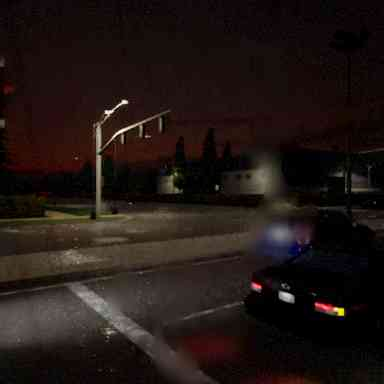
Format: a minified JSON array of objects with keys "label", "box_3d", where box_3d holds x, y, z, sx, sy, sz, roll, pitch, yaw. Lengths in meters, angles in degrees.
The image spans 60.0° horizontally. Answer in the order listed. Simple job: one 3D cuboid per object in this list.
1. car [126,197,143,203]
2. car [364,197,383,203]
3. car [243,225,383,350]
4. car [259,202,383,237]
[{"label":"car","box_3d":[-12.225,1.691,70.009,1.895,1.301,4.718,0,0,-34]},{"label":"car","box_3d":[24.912,1.470,44.914,4.553,1.767,2.097,0,0,-34]},{"label":"car","box_3d":[3.399,1.564,6.249,5.357,1.411,2.033,0,0,-36]},{"label":"car","box_3d":[4.377,1.377,11.365,4.553,1.767,2.097,0,0,-37]}]
